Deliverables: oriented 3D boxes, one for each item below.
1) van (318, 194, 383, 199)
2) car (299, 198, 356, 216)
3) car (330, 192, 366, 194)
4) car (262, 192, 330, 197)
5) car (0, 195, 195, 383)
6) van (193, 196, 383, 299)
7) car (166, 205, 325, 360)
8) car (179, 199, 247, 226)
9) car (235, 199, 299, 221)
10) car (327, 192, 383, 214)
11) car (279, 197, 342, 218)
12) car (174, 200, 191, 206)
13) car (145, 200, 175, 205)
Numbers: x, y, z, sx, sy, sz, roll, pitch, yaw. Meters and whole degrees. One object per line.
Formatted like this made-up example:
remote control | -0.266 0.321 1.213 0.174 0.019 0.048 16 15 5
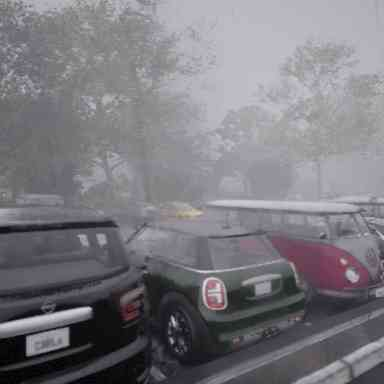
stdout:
van | 6.545 1.188 11.145 1.878 1.987 4.442 0 0 -35
car | 12.607 1.356 31.223 2.002 1.452 4.674 0 0 -35
car | 15.005 1.070 32.869 2.435 2.045 5.566 0 0 -35
car | 8.162 1.059 28.074 2.435 2.045 5.566 0 0 -35
car | -2.589 1.174 4.643 2.435 2.045 5.566 0 1 -35
van | 2.086 1.194 7.738 1.878 1.987 4.442 0 0 -35
car | -0.260 1.295 6.200 2.185 1.767 4.553 0 0 -35
car | 1.308 1.313 23.299 2.097 1.535 5.008 0 0 -35
car | 5.850 1.339 26.525 2.163 1.488 4.792 0 0 -35
car | 17.184 1.077 34.398 2.435 2.045 5.566 0 0 -35
car | 10.430 1.313 29.694 2.097 1.535 5.008 0 0 -35
car | -0.870 1.314 21.553 1.946 1.575 5.366 0 0 -35
car | -3.257 1.357 20.105 2.002 1.452 4.674 0 0 -35
